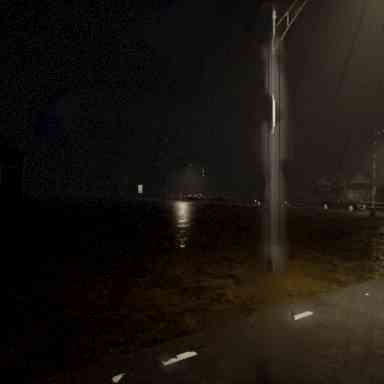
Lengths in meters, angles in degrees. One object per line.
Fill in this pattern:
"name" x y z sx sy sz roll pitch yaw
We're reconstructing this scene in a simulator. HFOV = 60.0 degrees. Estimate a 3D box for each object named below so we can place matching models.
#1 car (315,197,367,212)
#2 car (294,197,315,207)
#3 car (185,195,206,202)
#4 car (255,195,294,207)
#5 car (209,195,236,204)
"car" 16.333 1.298 36.143 1.837 1.490 4.892 2 0 -35
"car" 15.838 1.373 43.235 2.033 1.411 5.357 2 0 -35
"car" 0.559 1.187 64.758 1.895 1.301 4.718 2 -1 -35
"car" 10.577 1.182 44.257 1.837 1.490 4.892 2 0 -35
"car" 4.807 1.179 52.400 1.895 1.301 4.718 2 -1 -35
